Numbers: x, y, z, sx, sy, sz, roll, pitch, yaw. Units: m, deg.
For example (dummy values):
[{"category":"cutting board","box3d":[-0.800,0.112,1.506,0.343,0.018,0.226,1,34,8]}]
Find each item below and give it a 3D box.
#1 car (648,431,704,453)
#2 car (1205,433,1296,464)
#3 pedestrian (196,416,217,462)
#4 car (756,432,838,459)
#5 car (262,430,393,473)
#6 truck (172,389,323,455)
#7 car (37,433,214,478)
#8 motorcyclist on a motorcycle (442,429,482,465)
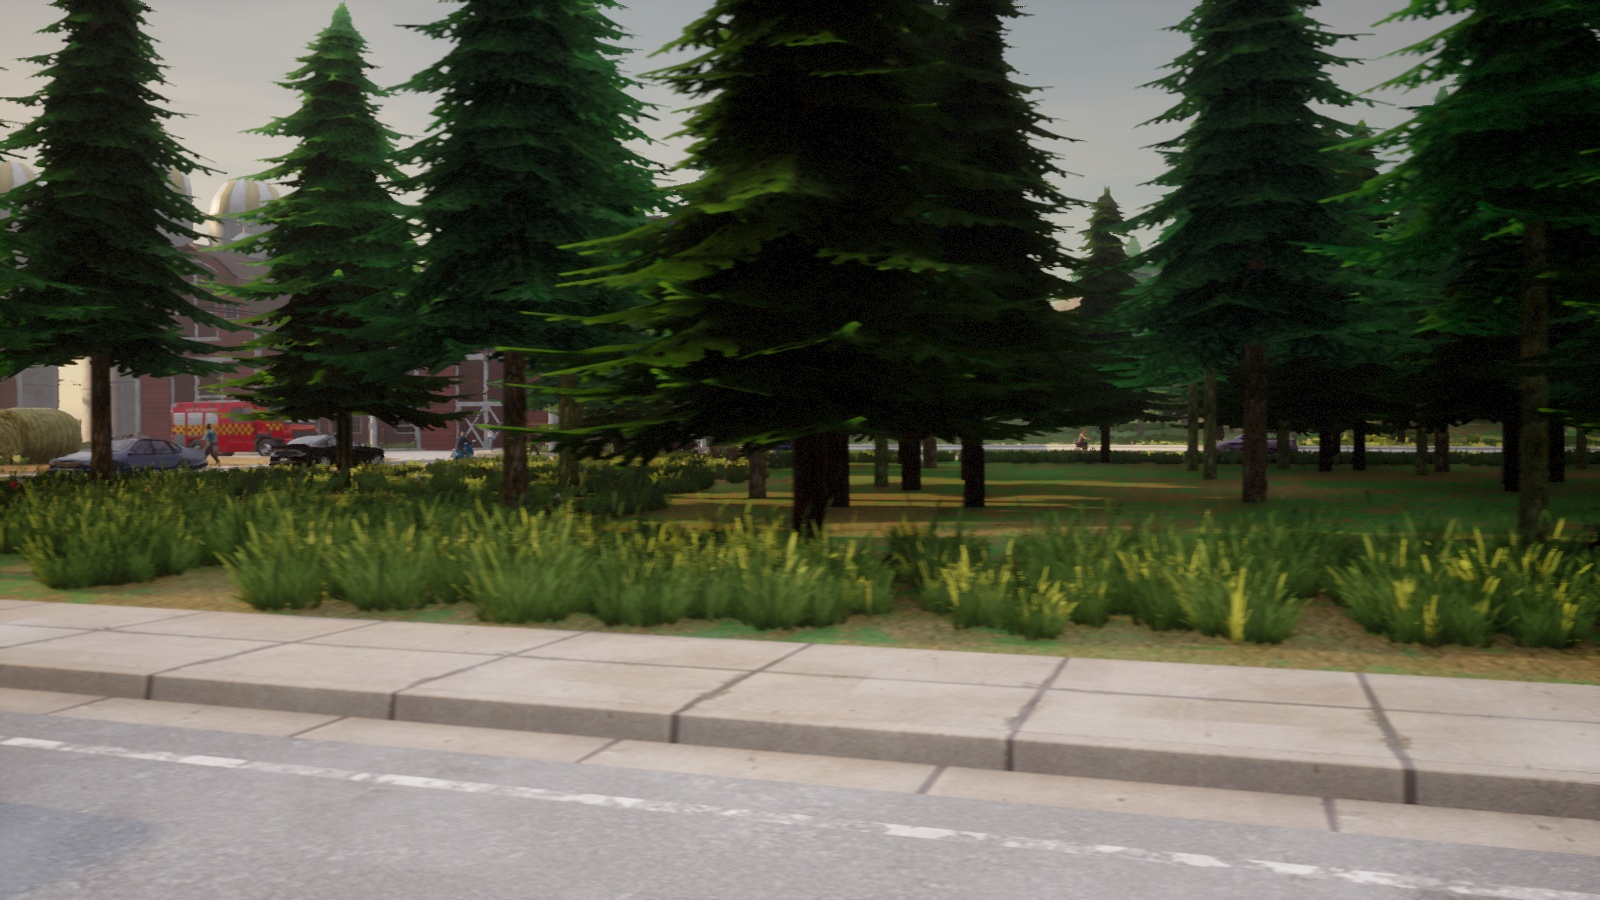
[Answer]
[{"category":"car","box3d":[-8.575,-0.577,87.189,2.163,1.488,4.792,1,1,18]},{"category":"car","box3d":[22.479,-0.082,62.814,4.193,1.474,1.816,1,1,17]},{"category":"pedestrian","box3d":[-25.495,-0.471,53.972,0.396,1.930,0.692,1,1,35]},{"category":"car","box3d":[-0.141,-0.275,69.582,4.193,1.474,1.816,0,1,17]},{"category":"car","box3d":[-17.608,0.010,47.067,1.882,1.535,5.008,1,1,18]},{"category":"truck","box3d":[-33.296,-1.682,75.750,8.468,3.827,2.891,0,1,17]},{"category":"car","box3d":[-22.706,0.133,42.567,2.033,1.411,5.357,1,1,17]},{"category":"motorcyclist on a motorcycle","box3d":[-14.942,-0.139,55.487,0.866,1.590,1.817,1,1,18]}]
